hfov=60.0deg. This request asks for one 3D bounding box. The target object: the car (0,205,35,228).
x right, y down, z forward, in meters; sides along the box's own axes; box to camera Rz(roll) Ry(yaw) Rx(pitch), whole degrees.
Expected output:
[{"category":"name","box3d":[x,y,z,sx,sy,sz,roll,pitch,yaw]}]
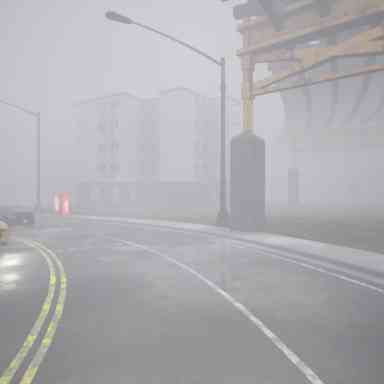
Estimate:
[{"category":"car","box3d":[-11.700,1.523,20.906,4.674,1.442,1.812,0,0,35]}]

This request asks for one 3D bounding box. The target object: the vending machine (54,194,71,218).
[{"category":"vending machine","box3d":[-11.559,1.192,29.647,0.880,2.100,1.100,0,0,33]}]

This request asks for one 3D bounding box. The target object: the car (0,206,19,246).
[{"category":"car","box3d":[-9.578,1.476,14.446,5.008,1.535,1.882,0,0,43]}]
